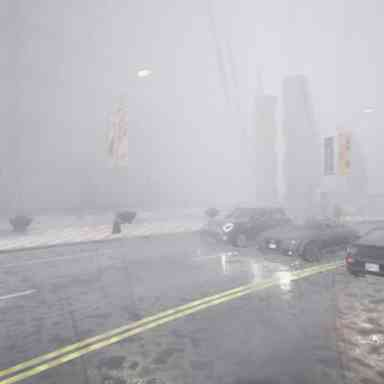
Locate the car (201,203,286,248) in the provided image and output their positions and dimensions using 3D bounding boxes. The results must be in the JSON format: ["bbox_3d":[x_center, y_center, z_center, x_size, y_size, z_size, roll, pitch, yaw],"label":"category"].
[{"bbox_3d":[2.615,1.437,15.298,4.553,1.767,2.097,0,0,-33],"label":"car"}]

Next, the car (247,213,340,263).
[{"bbox_3d":[4.354,1.621,12.279,4.181,1.385,1.994,0,0,-34],"label":"car"}]

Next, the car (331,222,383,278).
[{"bbox_3d":[5.966,1.555,9.007,4.674,1.442,1.812,0,-1,-37],"label":"car"}]
